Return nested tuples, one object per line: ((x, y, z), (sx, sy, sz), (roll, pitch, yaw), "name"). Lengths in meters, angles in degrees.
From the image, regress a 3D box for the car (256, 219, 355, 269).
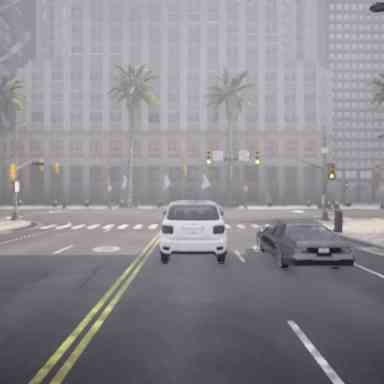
((3.548, 1.633, 11.428), (2.033, 1.411, 5.357), (0, 0, 0), "car")

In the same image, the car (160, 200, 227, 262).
((0.051, 1.315, 12.587), (2.150, 2.045, 5.566), (0, 0, 0), "car")
